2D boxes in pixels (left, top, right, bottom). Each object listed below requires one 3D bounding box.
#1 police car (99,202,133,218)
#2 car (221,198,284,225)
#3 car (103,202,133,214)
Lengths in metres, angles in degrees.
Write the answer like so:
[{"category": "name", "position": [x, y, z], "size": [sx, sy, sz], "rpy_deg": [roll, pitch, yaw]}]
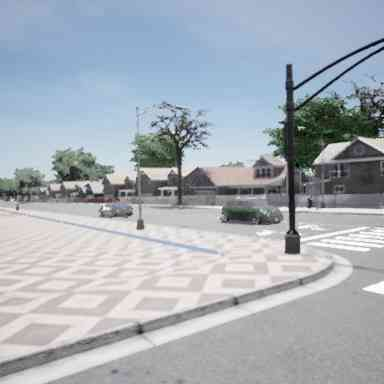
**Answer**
[{"category": "police car", "position": [-7.701, 1.790, 33.731], "size": [2.038, 1.542, 4.974], "rpy_deg": [-2, 0, -36]}, {"category": "car", "position": [4.032, 1.233, 22.855], "size": [2.097, 1.767, 4.553], "rpy_deg": [-2, 0, -36]}, {"category": "car", "position": [-9.303, 1.924, 41.367], "size": [1.895, 1.301, 4.718], "rpy_deg": [-2, 0, -36]}]
